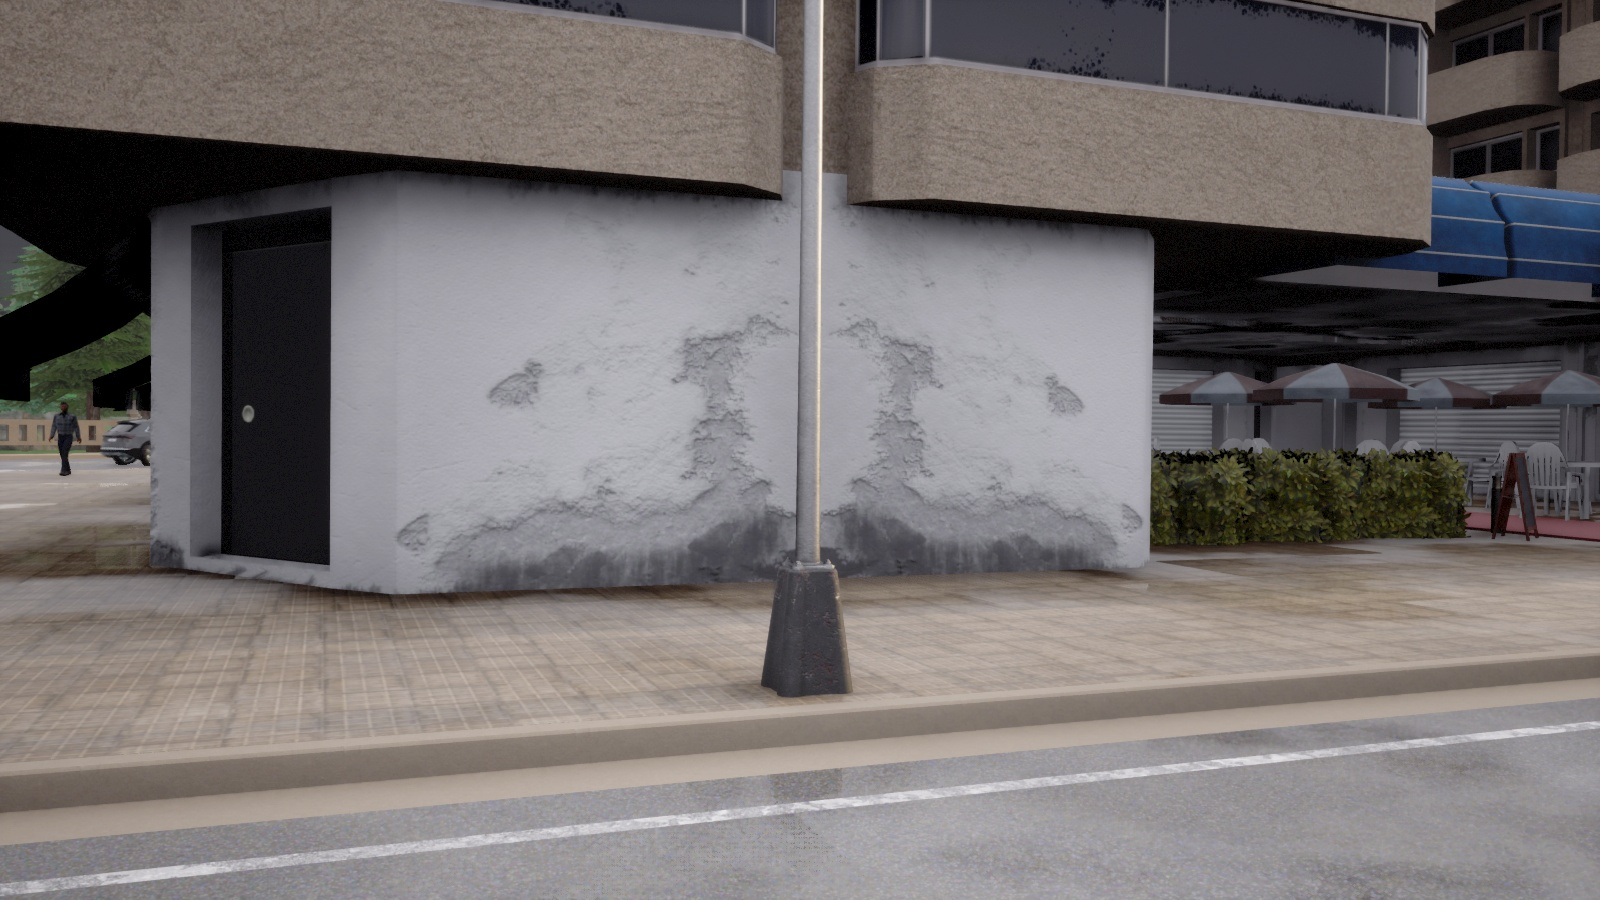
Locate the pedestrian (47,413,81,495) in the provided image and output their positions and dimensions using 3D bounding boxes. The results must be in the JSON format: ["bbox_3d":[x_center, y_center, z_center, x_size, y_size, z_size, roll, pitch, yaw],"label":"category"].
[{"bbox_3d":[-17.782,0.093,30.344,0.423,1.949,0.788,-1,1,-9],"label":"pedestrian"}]

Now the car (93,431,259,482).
[{"bbox_3d":[-21.851,0.190,44.165,2.033,1.649,4.856,0,1,32],"label":"car"}]
